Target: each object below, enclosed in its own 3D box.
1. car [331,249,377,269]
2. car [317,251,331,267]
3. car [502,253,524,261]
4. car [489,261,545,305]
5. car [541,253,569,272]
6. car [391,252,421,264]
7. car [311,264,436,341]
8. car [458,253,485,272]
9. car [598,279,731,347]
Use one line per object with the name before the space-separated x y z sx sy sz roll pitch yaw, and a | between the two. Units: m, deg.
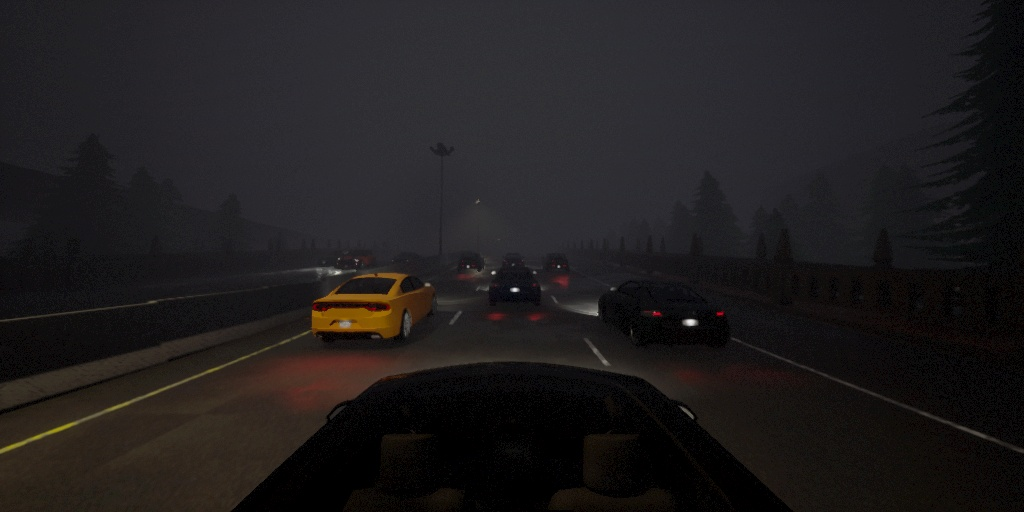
car | -14.084 0.220 32.658 2.097 1.767 4.553 0 2 0
car | -17.580 0.232 35.962 2.128 1.511 4.902 0 2 0
car | 0.113 0.445 31.275 1.812 1.442 4.674 0 2 0
car | 0.105 1.113 14.864 1.994 1.385 4.181 0 2 0
car | 3.612 0.471 30.065 1.837 1.490 4.892 0 2 0
car | -10.584 0.271 36.397 2.033 1.411 5.357 0 2 0
car | -3.397 1.179 9.779 1.882 1.535 5.008 0 1 0
car | -3.388 0.471 30.089 1.837 1.490 4.892 0 2 0
car | 3.602 1.278 9.240 1.994 1.385 4.181 0 1 0
